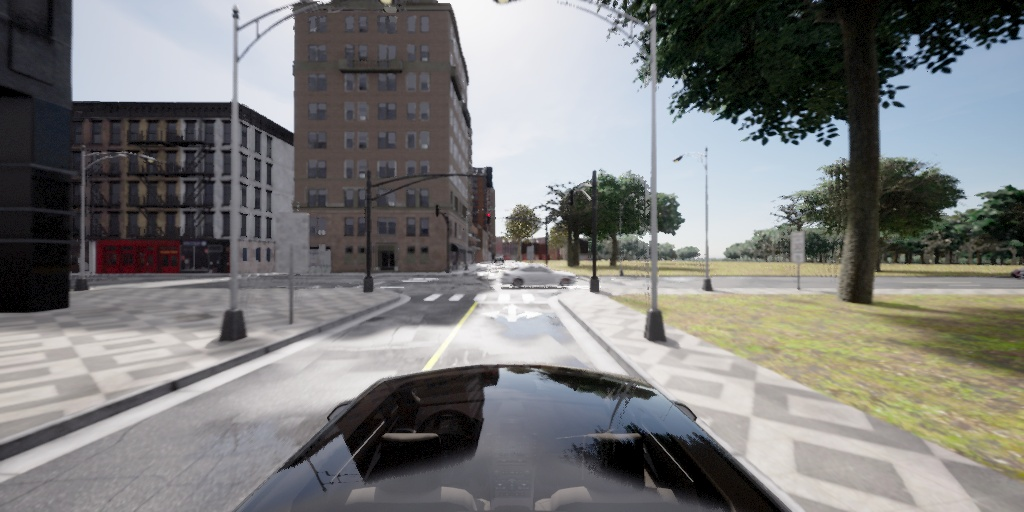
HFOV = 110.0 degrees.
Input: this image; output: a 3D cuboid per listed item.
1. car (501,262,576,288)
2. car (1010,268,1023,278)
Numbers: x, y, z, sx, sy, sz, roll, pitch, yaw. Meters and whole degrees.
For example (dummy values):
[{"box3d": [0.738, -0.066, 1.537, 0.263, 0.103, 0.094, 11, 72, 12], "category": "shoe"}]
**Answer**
[{"box3d": [1.654, 1.269, 22.446, 4.674, 1.442, 1.812, 0, 0, 0], "category": "car"}, {"box3d": [47.935, 1.384, 32.269, 4.181, 1.385, 1.994, 0, 0, 0], "category": "car"}]
